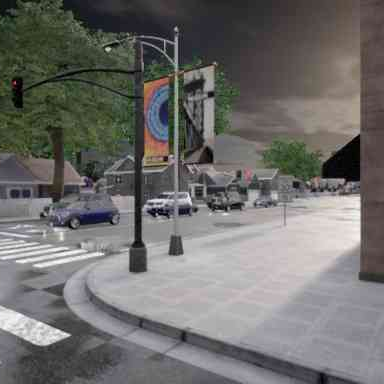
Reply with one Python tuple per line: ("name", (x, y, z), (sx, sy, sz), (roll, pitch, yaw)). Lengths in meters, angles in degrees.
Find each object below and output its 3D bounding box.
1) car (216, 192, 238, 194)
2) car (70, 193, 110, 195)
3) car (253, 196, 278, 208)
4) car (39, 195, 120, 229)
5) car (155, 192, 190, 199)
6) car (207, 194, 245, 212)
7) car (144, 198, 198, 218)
("car", (4.039, 1.001, 41.438), (2.150, 2.045, 5.566), (0, 0, 35))
("car", (-8.207, 1.116, 24.397), (2.150, 2.045, 5.566), (0, 0, 34))
("car", (9.743, 1.245, 43.806), (2.128, 1.511, 4.902), (0, 0, 36))
("car", (-6.729, 1.260, 20.821), (2.097, 1.767, 4.553), (0, 0, 35))
("car", (-2.216, 1.059, 32.708), (2.150, 2.045, 5.566), (0, 0, 35))
("car", (3.946, 1.284, 35.741), (1.882, 1.535, 5.008), (0, 0, 35))
("car", (-1.504, 1.458, 28.139), (1.895, 1.301, 4.718), (0, 0, 36))
